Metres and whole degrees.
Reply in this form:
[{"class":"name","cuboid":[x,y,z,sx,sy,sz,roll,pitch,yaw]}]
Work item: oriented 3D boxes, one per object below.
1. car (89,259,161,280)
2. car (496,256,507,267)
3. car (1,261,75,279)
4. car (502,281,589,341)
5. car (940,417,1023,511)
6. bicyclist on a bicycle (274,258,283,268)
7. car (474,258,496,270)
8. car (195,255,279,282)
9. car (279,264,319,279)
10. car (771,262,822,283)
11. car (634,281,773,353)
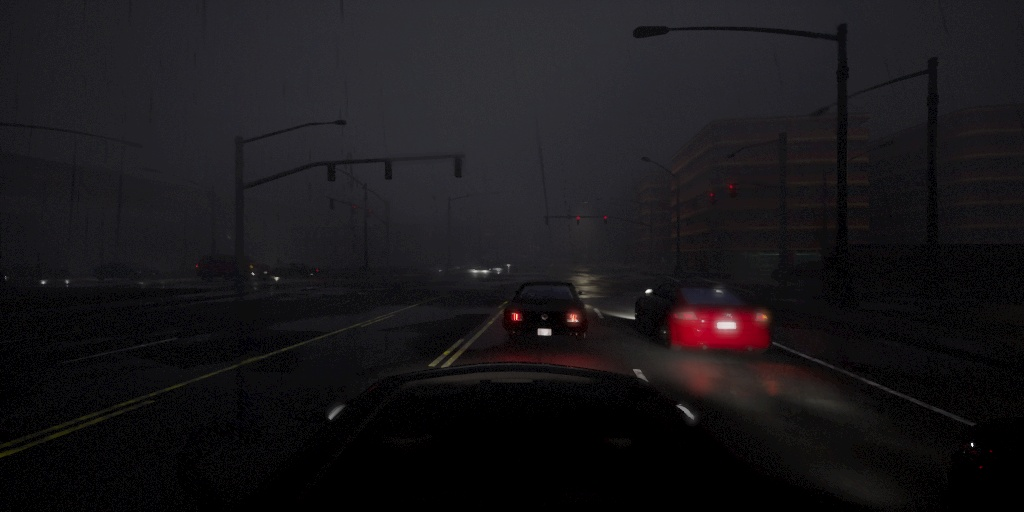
[{"class":"car","cuboid":[-32.430,1.228,30.270,5.008,1.535,1.882,0,0,7]},{"class":"car","cuboid":[-2.499,1.064,58.569,1.895,1.301,4.718,0,1,8]},{"class":"car","cuboid":[-41.836,1.351,31.600,4.718,1.301,1.895,0,0,12]},{"class":"car","cuboid":[1.002,1.351,9.923,1.895,1.301,4.718,0,0,8]},{"class":"car","cuboid":[3.640,1.242,0.209,2.128,1.511,4.902,0,0,1]},{"class":"bicyclist on a bicycle","cuboid":[-26.397,1.053,40.606,0.582,1.620,1.656,0,0,7]},{"class":"car","cuboid":[-3.851,1.176,48.715,1.994,1.385,4.181,0,1,8]},{"class":"car","cuboid":[-22.499,0.971,29.093,5.566,2.045,2.150,0,0,7]},{"class":"car","cuboid":[-20.243,1.351,32.562,4.718,1.301,1.895,0,0,7]},{"class":"car","cuboid":[22.819,1.228,27.585,5.008,1.535,1.882,0,0,7]},{"class":"car","cuboid":[4.405,1.314,8.921,1.994,1.385,4.181,0,0,7]}]
